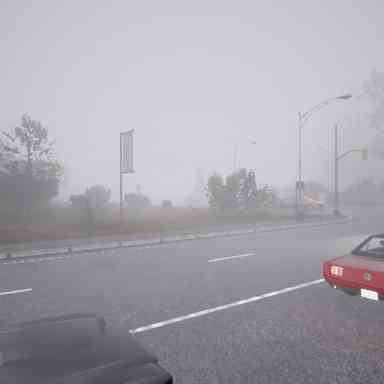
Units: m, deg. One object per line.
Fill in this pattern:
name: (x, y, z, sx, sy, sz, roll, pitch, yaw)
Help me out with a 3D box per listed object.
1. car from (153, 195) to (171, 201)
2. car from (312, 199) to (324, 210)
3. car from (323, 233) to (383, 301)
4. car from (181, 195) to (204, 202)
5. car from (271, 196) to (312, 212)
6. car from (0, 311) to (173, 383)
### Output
car: (-6.724, 1.330, 73.987, 1.895, 1.301, 4.718, -1, 0, -38)
car: (12.758, 1.252, 38.410, 1.882, 1.535, 5.008, -1, 0, -39)
car: (5.048, 1.570, 7.363, 4.718, 1.301, 1.895, 0, 0, -36)
car: (0.009, 1.276, 65.720, 2.033, 1.411, 5.357, -1, 0, -38)
car: (10.134, 1.404, 36.087, 1.895, 1.301, 4.718, -1, 0, -39)
car: (-2.399, 1.601, 2.024, 4.718, 1.301, 1.895, 0, 0, -36)
